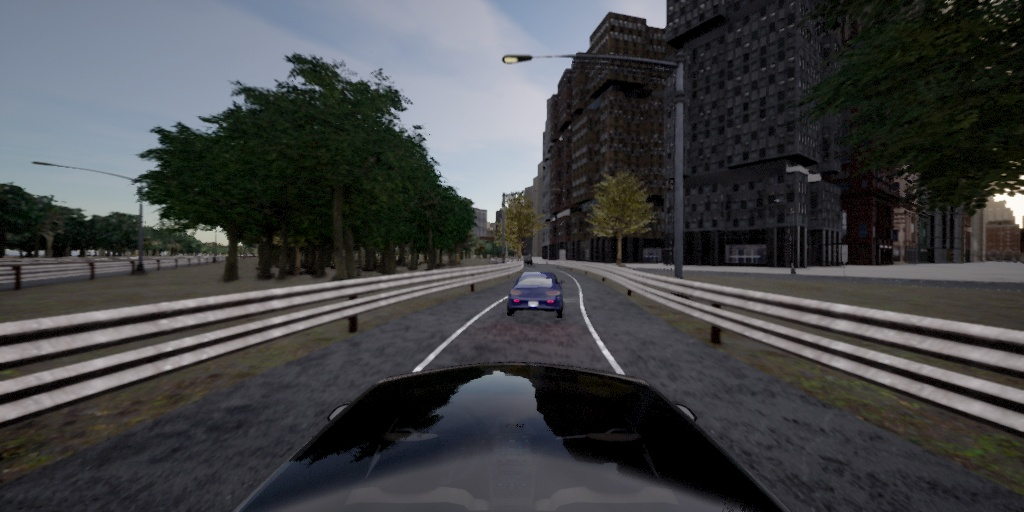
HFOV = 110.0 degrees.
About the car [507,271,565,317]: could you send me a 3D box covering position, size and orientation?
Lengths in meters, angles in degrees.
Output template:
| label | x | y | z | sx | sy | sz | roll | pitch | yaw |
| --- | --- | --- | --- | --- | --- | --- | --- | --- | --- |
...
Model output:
| label | x | y | z | sx | sy | sz | roll | pitch | yaw |
| --- | --- | --- | --- | --- | --- | --- | --- | --- | --- |
| car | 0.954 | 1.285 | 13.156 | 1.812 | 1.442 | 4.674 | 0 | 0 | 8 |
